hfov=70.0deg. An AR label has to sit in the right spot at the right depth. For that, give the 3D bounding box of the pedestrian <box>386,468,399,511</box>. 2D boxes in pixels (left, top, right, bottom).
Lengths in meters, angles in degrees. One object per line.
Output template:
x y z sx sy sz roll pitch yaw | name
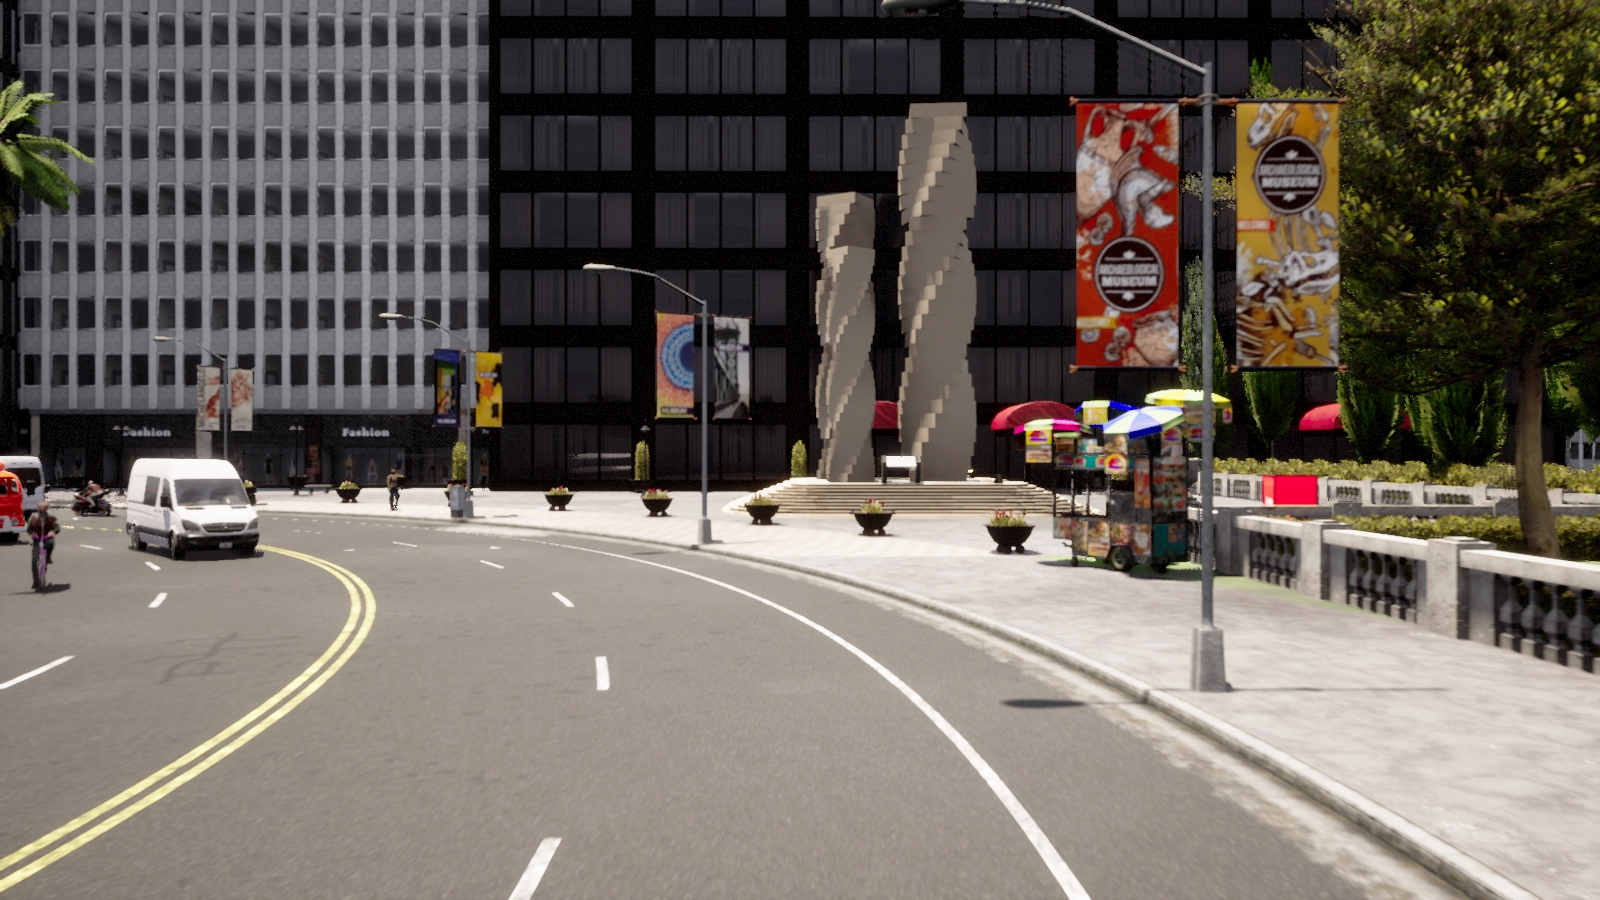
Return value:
-17.631 1.695 49.407 0.375 1.860 0.375 0 0 38 | pedestrian

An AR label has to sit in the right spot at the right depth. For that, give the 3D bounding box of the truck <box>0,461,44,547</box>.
-25.377 1.567 34.290 5.204 2.467 2.627 0 0 33 | truck

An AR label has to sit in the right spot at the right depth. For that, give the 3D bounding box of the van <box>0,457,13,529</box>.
-31.667 1.532 41.459 5.915 2.561 1.988 0 0 19 | van

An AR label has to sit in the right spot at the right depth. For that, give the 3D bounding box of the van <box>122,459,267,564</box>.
-16.522 1.533 31.018 1.988 2.561 5.915 1 0 -43 | van

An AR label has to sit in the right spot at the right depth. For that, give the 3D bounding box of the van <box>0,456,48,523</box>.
-33.118 1.532 45.588 5.915 2.561 1.988 0 0 19 | van

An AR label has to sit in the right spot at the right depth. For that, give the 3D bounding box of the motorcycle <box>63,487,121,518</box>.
-29.821 2.203 48.125 2.209 1.251 0.867 0 0 20 | motorcycle
